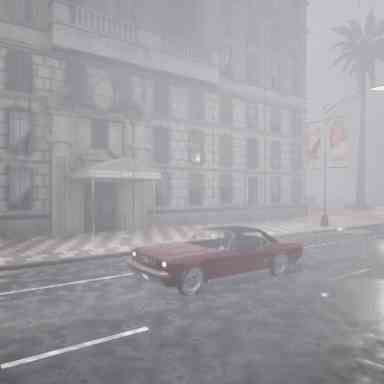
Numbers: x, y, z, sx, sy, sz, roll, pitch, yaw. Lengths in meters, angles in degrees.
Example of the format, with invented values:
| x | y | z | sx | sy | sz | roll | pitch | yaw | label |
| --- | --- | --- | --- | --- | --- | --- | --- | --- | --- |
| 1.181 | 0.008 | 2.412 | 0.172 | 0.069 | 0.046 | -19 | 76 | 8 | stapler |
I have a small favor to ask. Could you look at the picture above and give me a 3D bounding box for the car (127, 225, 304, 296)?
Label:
| x | y | z | sx | sy | sz | roll | pitch | yaw | label |
| --- | --- | --- | --- | --- | --- | --- | --- | --- | --- |
| 0.753 | 1.601 | 8.802 | 4.718 | 1.301 | 1.895 | 0 | 0 | -35 | car |
